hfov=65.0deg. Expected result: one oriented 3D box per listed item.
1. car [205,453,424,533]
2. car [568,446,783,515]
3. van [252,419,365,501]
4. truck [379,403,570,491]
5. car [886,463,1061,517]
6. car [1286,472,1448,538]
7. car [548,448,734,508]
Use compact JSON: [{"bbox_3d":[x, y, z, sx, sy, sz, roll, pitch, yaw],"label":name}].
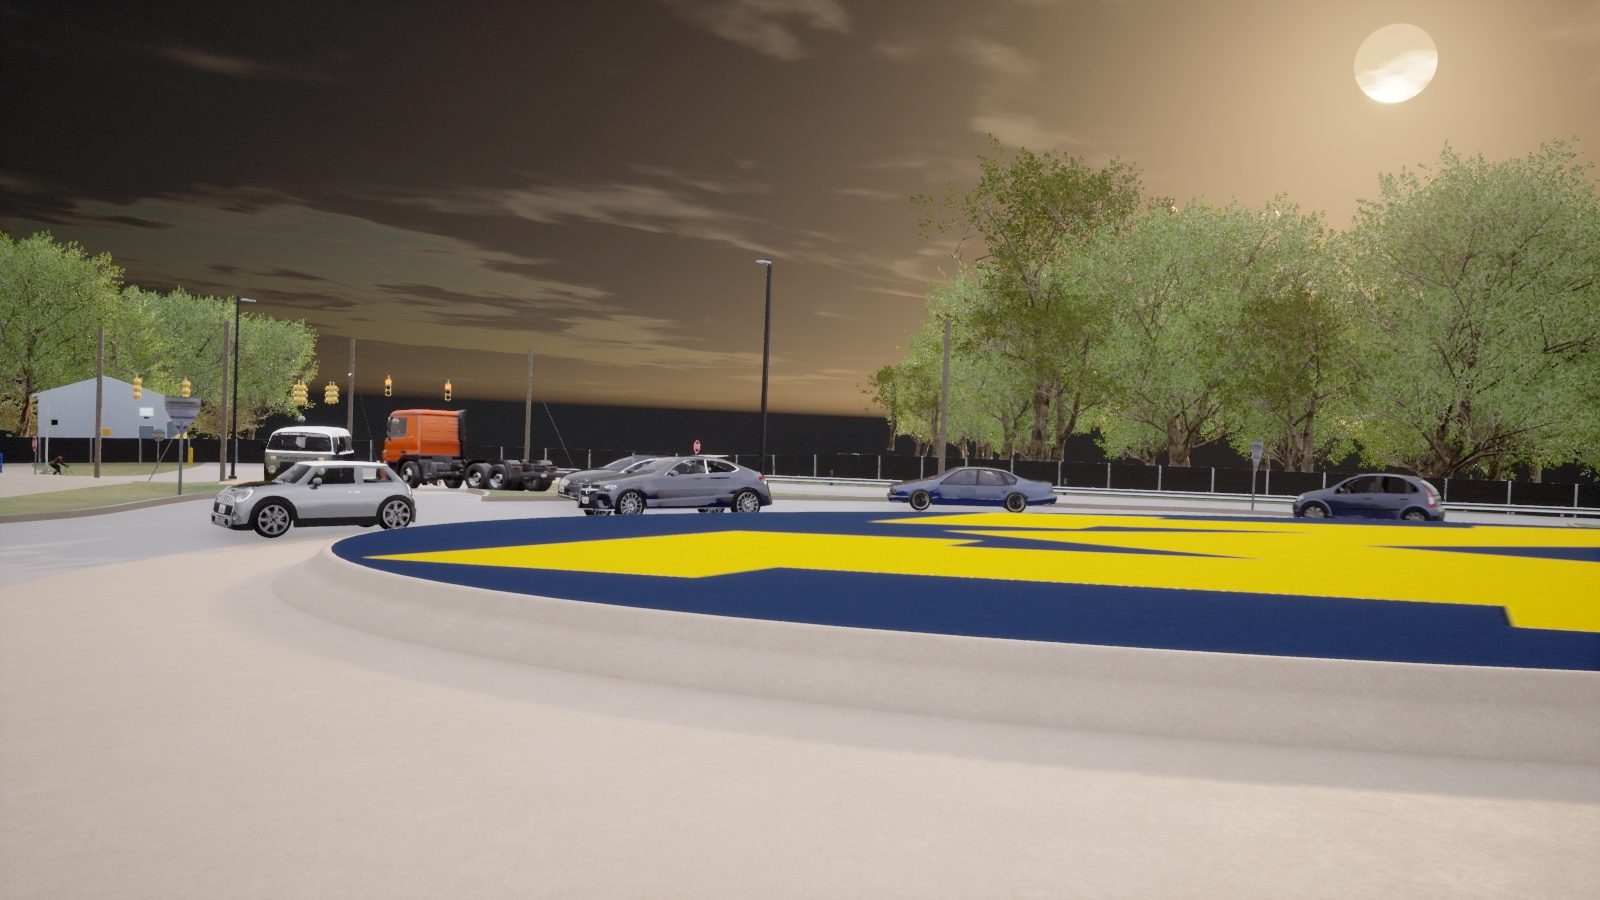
[{"bbox_3d":[-10.116,0.857,26.275,3.806,1.475,1.970,1,2,-40],"label":"car"},{"bbox_3d":[-3.147,0.800,32.222,5.027,1.651,2.152,2,-1,-33],"label":"car"},{"bbox_3d":[-13.519,0.253,34.791,2.069,2.038,4.480,3,0,-11],"label":"van"},{"bbox_3d":[-13.630,-0.134,52.391,7.936,3.462,2.891,1,-1,31],"label":"truck"},{"bbox_3d":[5.476,1.270,40.172,5.357,1.411,2.033,2,2,3],"label":"car"},{"bbox_3d":[16.461,1.556,36.526,3.988,1.617,1.851,3,1,34],"label":"car"},{"bbox_3d":[-4.638,0.829,36.848,4.902,1.511,2.128,2,2,-30],"label":"car"}]
